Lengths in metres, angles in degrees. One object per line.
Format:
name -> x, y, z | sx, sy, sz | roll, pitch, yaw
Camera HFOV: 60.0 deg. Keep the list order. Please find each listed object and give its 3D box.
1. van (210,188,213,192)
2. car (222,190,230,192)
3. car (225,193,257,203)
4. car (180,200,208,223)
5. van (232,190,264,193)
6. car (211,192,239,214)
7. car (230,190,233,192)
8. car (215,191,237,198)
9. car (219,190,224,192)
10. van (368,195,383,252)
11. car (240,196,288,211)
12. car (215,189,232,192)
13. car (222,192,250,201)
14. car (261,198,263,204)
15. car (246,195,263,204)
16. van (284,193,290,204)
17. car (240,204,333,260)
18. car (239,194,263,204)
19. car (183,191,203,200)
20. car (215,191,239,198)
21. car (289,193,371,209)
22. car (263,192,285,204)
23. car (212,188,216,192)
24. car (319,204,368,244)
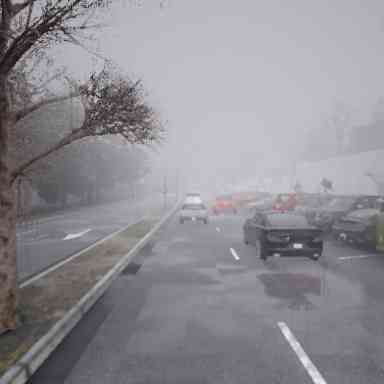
van -> 7.968, 0.169, 88.100 | 4.442, 1.987, 1.878 | 1, 1, -20
car -> 7.899, 0.972, 52.297 | 5.366, 1.575, 1.946 | 0, 1, -20
car -> 8.099, 0.947, 55.359 | 4.792, 1.488, 2.163 | 0, 1, -20
car -> 0.101, 1.472, 24.165 | 1.895, 1.301, 4.718 | 0, 0, 0
van -> 7.967, 0.917, 43.357 | 4.442, 1.987, 1.878 | 0, 1, -20
car -> 3.102, 1.144, 33.181 | 2.097, 1.767, 4.553 | 0, 1, 0
car -> 8.045, 0.964, 46.386 | 4.553, 1.767, 2.185 | 0, 1, -20
car -> 8.067, 0.515, 79.200 | 4.892, 1.521, 2.231 | 1, 1, -20
car -> 7.900, 0.853, 58.262 | 5.366, 1.575, 1.946 | 0, 1, -20
van -> 8.183, 1.210, 10.627 | 4.442, 1.987, 1.878 | 1, 0, -20
car -> 8.098, 1.262, 37.457 | 4.792, 1.488, 2.163 | 1, 1, -20
car -> 8.083, 0.649, 70.249 | 4.892, 1.521, 2.231 | 0, 1, -20
car -> 8.069, 0.842, 61.311 | 4.674, 1.452, 2.002 | 0, 1, -20
car -> 8.068, 1.391, 25.504 | 4.674, 1.452, 2.002 | 1, 0, -20
car -> 8.044, 1.330, 31.461 | 4.792, 1.488, 2.163 | 1, 1, -20
van -> 7.966, 1.162, 19.488 | 4.442, 1.987, 1.878 | 1, 1, -20
car -> 3.101, 1.414, 12.204 | 1.882, 1.535, 5.008 | 0, 0, 0
car -> 7.900, 1.263, 34.388 | 5.366, 1.575, 1.946 | 1, 1, -20
car -> 0.107, 0.914, 40.788 | 2.150, 2.045, 5.566 | 0, 1, 0
car -> 8.079, 0.556, 76.214 | 5.008, 1.535, 2.097 | 0, 1, -20
car -> 8.050, 1.152, 16.535 | 5.566, 2.045, 2.435 | 1, 1, -20
car -> 8.101, 1.121, 22.531 | 5.566, 2.045, 2.435 | 1, 0, -20
car -> 8.103, 0.349, 73.246 | 5.566, 2.045, 2.435 | 1, 1, -20
car -> 8.065, 1.420, 13.568 | 4.892, 1.521, 2.231 | 1, 0, -20
